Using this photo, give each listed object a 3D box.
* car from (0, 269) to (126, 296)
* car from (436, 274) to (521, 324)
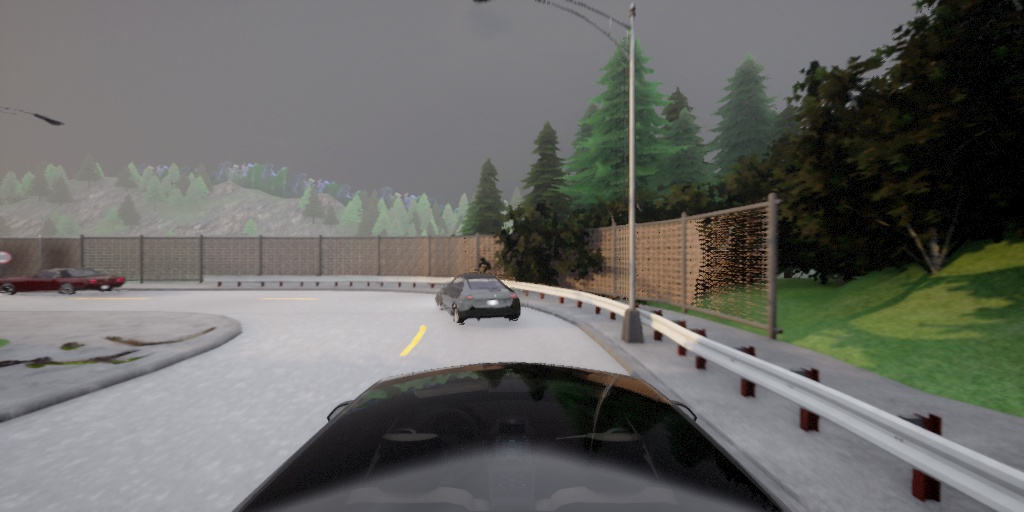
[{"bbox_3d":[-23.110,1.311,18.395,4.718,1.301,1.895,0,0,-1],"label":"car"},{"bbox_3d":[-1.254,1.291,12.072,1.994,1.385,4.181,0,0,-21],"label":"car"}]
